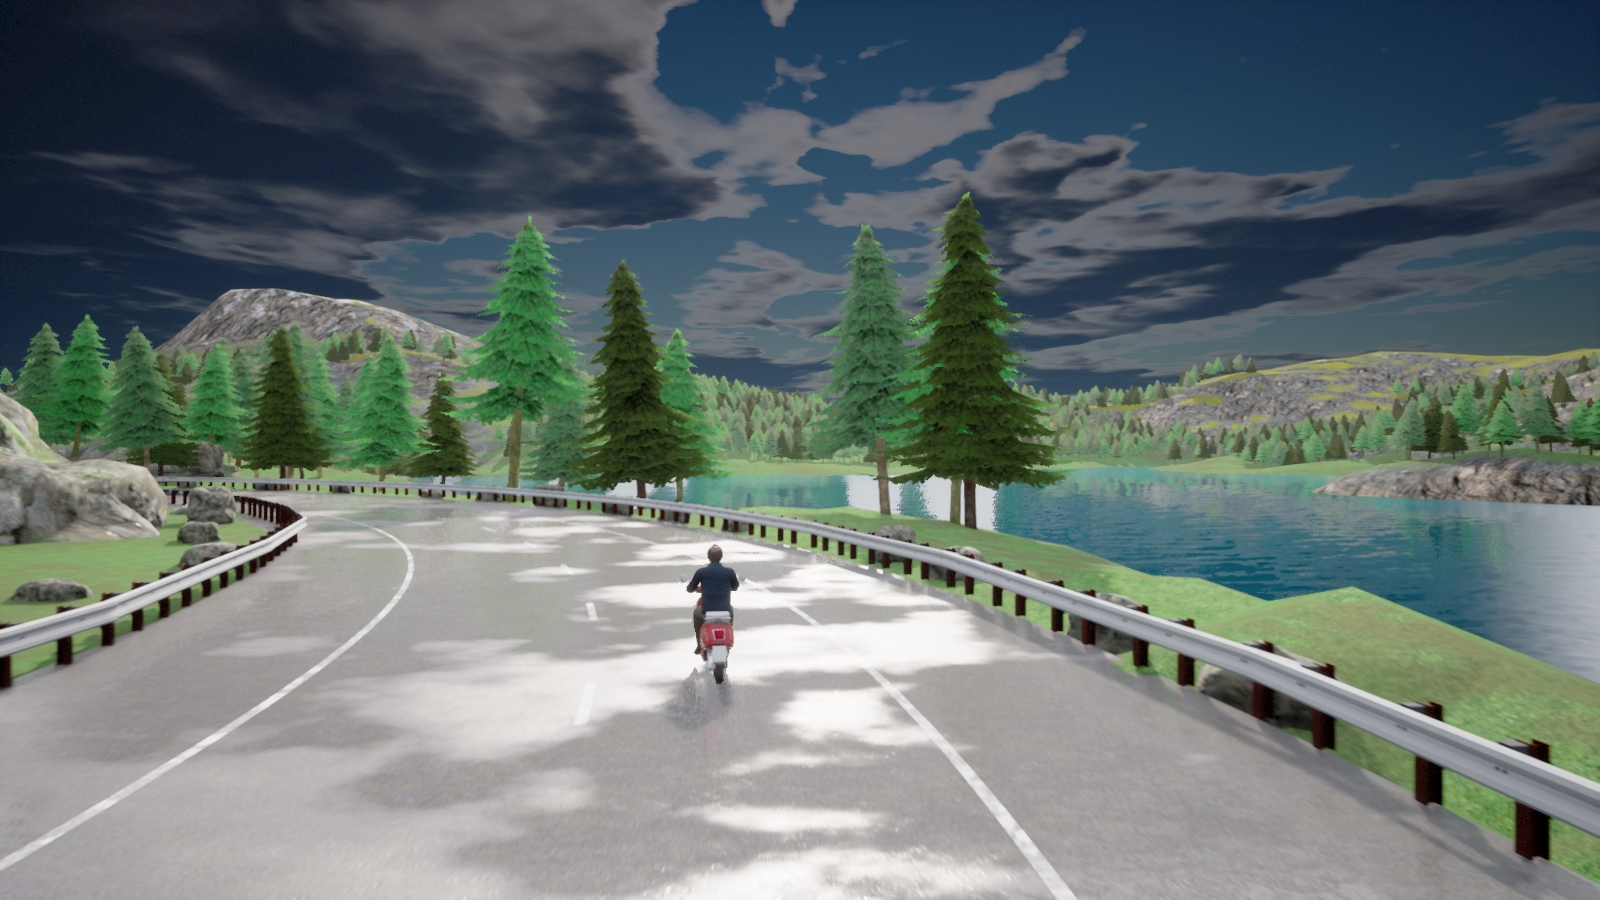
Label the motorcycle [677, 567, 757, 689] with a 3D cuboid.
[{"bbox_3d":[-1.070,2.182,14.331,0.856,1.236,1.805,0,0,-8],"label":"motorcycle"}]
